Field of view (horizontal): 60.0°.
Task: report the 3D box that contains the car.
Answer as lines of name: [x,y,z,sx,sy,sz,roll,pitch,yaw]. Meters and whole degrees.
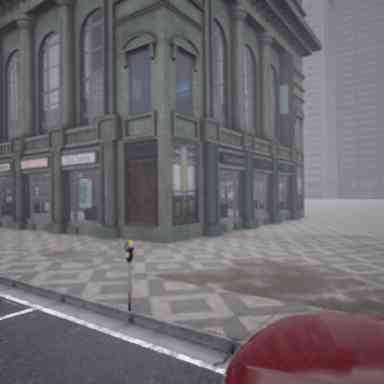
car: [2.396,1.301,1.261,5.009,1.841,2.192,-1,-1,35]
